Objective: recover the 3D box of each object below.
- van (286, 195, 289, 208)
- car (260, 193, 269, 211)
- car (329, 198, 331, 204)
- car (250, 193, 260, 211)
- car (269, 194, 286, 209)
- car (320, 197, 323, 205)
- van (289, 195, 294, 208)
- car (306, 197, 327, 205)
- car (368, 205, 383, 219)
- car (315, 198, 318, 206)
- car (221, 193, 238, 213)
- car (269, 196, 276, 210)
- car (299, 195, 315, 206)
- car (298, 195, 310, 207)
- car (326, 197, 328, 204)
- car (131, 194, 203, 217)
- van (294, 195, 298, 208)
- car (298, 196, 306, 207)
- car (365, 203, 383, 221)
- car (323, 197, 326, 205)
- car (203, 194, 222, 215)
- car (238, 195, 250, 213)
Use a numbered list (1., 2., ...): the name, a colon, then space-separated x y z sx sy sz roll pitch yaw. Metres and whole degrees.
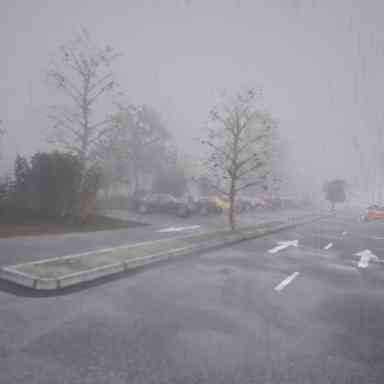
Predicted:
1. van: 10.713 1.272 46.568 4.442 1.987 1.878 4 0 10
2. car: 6.221 1.171 38.809 4.553 1.767 2.185 4 1 10
3. car: 33.161 2.470 88.285 5.366 1.575 1.946 3 1 7
4. car: 4.692 1.102 36.238 4.553 1.767 2.185 4 0 10
5. car: 9.103 1.172 43.998 5.566 2.045 2.435 4 1 10
6. car: 25.135 2.135 72.507 5.008 1.535 2.097 4 1 9
7. van: 12.177 1.337 49.159 4.442 1.987 1.878 4 0 10
8. car: 31.992 2.302 85.628 4.553 1.767 2.185 3 0 7
9. car: 24.591 2.557 44.117 1.837 1.490 4.892 5 1 30
10. car: 21.008 1.954 64.694 5.366 1.575 1.946 4 0 9
11. car: 1.183 1.065 30.359 5.366 1.575 1.946 4 1 10
12. car: 7.646 1.399 41.412 4.674 1.452 2.002 4 0 10
13. car: 19.358 1.628 62.127 5.566 2.045 2.435 4 1 9
14. car: 17.936 1.847 59.538 4.792 1.488 2.163 4 0 10
15. car: 29.337 2.346 80.356 4.792 1.488 2.163 4 0 8
16. car: -1.990 0.930 24.436 4.892 1.521 2.231 4 0 10
17. van: 13.642 1.402 51.752 4.442 1.987 1.878 4 0 10
18. car: 15.163 1.694 54.329 5.366 1.575 1.946 4 0 10
19. car: 19.447 2.177 34.932 2.097 1.767 4.553 5 1 30
20. car: 27.893 2.284 77.733 4.792 1.488 2.163 4 1 8
21. car: -0.304 1.006 27.380 4.892 1.521 2.231 4 1 10
22. car: 3.067 1.185 33.283 4.792 1.488 2.163 4 0 10
